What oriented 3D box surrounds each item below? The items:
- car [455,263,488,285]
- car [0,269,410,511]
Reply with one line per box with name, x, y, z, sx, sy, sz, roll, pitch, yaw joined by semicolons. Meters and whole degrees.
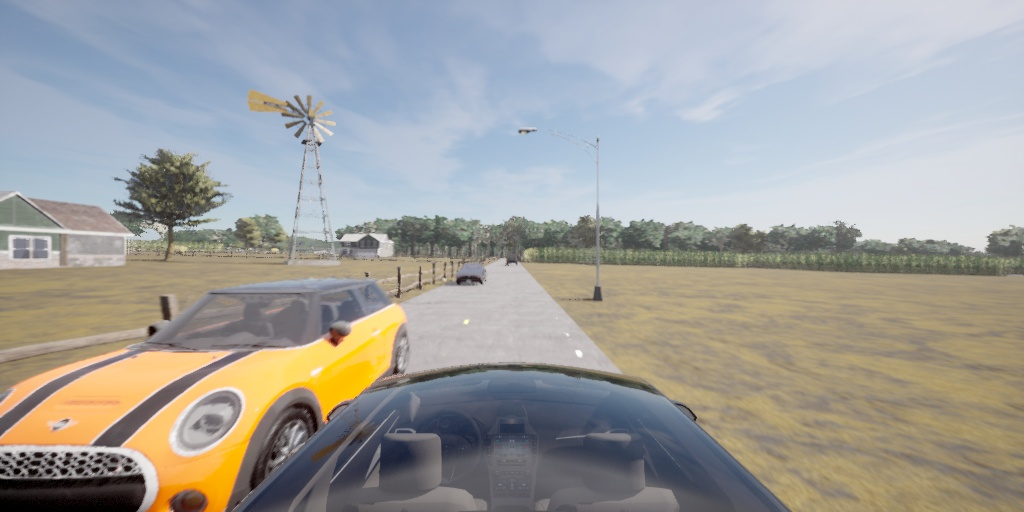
car;-2.763;1.232;25.627;2.033;1.411;5.357;0;0;0
car;-2.822;1.100;4.302;2.097;1.767;4.553;0;0;0
